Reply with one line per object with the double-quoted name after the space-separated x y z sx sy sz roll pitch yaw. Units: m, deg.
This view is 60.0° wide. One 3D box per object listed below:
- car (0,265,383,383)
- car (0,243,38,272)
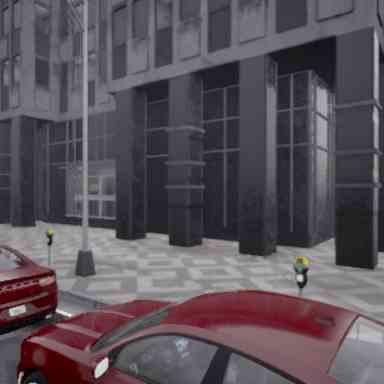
0.314 1.545 2.737 4.507 1.381 1.887 0 0 35 "car"
-4.279 1.546 6.012 4.507 1.381 1.887 0 0 35 "car"
